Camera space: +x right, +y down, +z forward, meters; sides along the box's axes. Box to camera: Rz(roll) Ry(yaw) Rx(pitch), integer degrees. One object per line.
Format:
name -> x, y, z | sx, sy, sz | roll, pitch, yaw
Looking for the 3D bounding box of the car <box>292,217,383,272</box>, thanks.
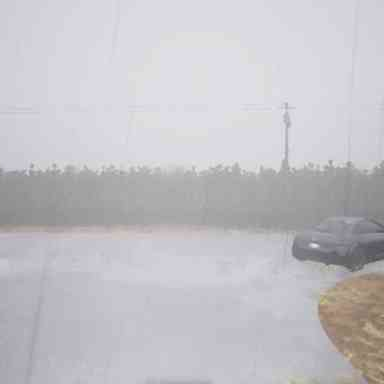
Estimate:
car -> 5.136, 1.492, 10.640 | 4.181, 1.385, 1.994 | 0, 0, -35
